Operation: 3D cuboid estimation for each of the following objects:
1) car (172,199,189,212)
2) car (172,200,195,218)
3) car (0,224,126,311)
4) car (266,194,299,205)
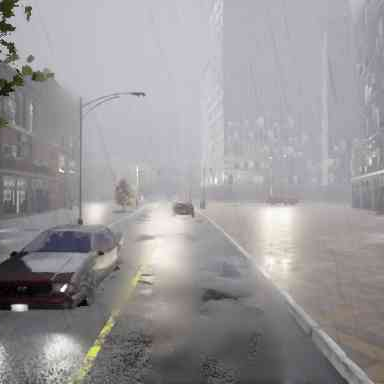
[{"bbox_3d":[-1.503,1.606,40.661,1.895,1.301,4.718,0,0,-4],"label":"car"},{"bbox_3d":[-0.820,1.482,30.786,1.882,1.535,5.008,0,0,-3],"label":"car"},{"bbox_3d":[-2.918,1.548,8.218,2.033,1.411,5.357,0,0,-1],"label":"car"},{"bbox_3d":[13.940,1.199,51.523,5.009,1.841,2.192,0,-1,15],"label":"car"}]
